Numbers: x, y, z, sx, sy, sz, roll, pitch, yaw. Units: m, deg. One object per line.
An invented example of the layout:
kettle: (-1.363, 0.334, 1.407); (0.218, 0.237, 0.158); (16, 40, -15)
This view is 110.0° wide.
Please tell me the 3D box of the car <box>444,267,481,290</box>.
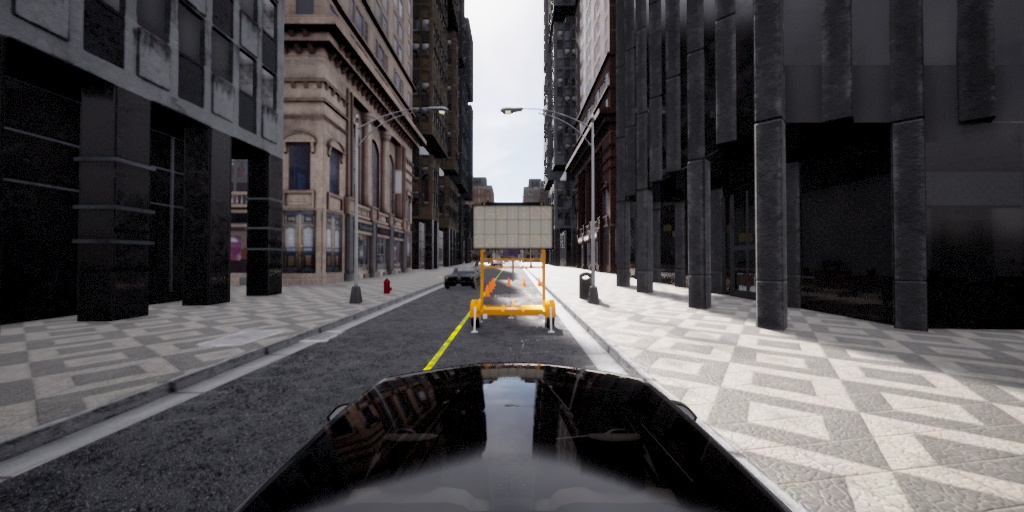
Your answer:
car: (-3.037, 1.350, 22.733); (1.895, 1.301, 4.718); (0, 0, 0)

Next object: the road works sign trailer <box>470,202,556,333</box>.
road works sign trailer: (0.027, 0.213, 10.723); (2.380, 3.560, 2.880); (0, 0, 0)
